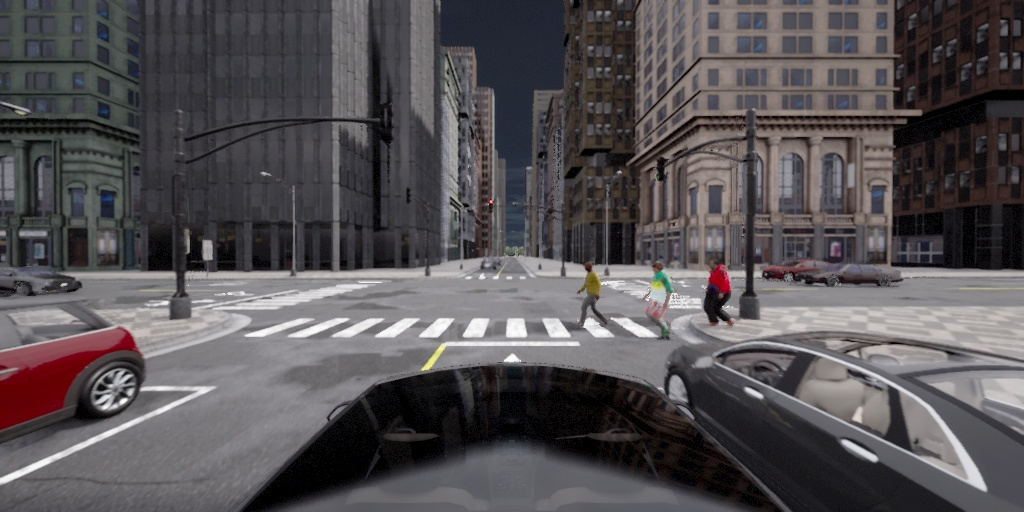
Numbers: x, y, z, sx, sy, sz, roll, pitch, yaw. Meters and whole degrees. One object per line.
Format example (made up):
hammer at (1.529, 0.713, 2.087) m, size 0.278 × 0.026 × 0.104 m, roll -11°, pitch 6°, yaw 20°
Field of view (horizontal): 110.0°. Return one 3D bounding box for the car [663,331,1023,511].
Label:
car at (2.763, 1.294, 2.900) m, size 2.007 × 1.370 × 4.403 m, roll 0°, pitch 0°, yaw 0°

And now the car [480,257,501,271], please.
car at (-2.907, 0.992, 44.860) m, size 2.128 × 1.511 × 4.902 m, roll 0°, pitch 0°, yaw 1°

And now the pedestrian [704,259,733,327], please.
pedestrian at (5.156, 0.853, 8.972) m, size 0.375 × 1.860 × 0.375 m, roll 0°, pitch 1°, yaw 0°

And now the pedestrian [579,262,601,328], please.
pedestrian at (2.078, 1.001, 9.576) m, size 0.375 × 1.860 × 0.375 m, roll 0°, pitch 1°, yaw 0°

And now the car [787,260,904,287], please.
car at (20.307, 1.117, 21.710) m, size 5.357 × 1.411 × 2.033 m, roll 0°, pitch 1°, yaw 0°

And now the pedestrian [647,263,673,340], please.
pedestrian at (3.465, 1.005, 8.373) m, size 0.375 × 1.860 × 0.375 m, roll 0°, pitch 1°, yaw 0°

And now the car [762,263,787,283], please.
car at (20.183, 1.016, 24.960) m, size 5.008 × 1.535 × 1.882 m, roll 0°, pitch 1°, yaw 0°

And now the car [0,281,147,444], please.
car at (-5.762, 1.182, 2.906) m, size 1.967 × 1.591 × 4.097 m, roll 0°, pitch 0°, yaw 0°

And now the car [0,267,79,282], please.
car at (-24.889, 1.287, 18.319) m, size 4.181 × 1.385 × 1.994 m, roll 0°, pitch 1°, yaw 0°
